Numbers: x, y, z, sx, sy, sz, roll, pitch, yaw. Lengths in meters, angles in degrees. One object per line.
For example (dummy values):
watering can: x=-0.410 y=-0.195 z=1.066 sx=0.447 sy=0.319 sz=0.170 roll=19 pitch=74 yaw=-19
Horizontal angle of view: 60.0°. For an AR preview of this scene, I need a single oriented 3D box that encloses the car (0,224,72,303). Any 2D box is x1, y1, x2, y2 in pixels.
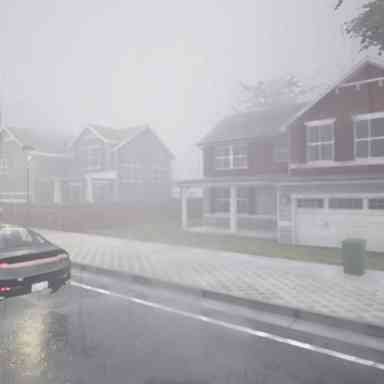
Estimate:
car: x=-4.683 y=1.460 z=7.337 sx=4.902 sy=1.511 sz=2.128 roll=0 pitch=0 yaw=35
